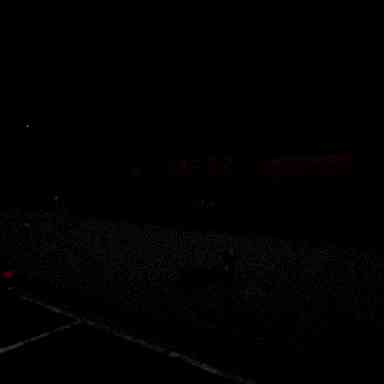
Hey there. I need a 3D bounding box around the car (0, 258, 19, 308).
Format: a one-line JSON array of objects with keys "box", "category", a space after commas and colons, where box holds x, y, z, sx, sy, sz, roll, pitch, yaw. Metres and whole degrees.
[{"box": [-4.928, 1.480, 6.361, 4.206, 1.307, 1.802, 1, 0, 36], "category": "car"}]
